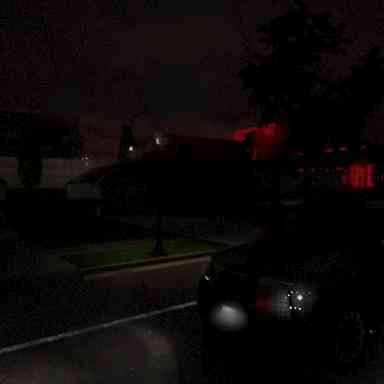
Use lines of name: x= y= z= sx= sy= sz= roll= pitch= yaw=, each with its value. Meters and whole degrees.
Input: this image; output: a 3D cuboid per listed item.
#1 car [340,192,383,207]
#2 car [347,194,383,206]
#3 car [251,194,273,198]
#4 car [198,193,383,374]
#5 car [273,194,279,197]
car: x=21.185 y=0.923 z=41.584 sx=2.097 sy=1.767 sz=4.553 roll=-1 pitch=0 yaw=-34
car: x=23.531 y=1.039 z=44.384 sx=1.837 sy=1.490 sz=4.892 roll=-1 pitch=0 yaw=-34
car: x=11.028 y=1.184 z=56.935 sx=1.895 sy=1.301 sz=4.718 roll=-1 pitch=0 yaw=-34
car: x=2.742 y=1.158 z=5.909 sx=5.566 sy=2.045 sz=2.150 roll=-2 pitch=1 yaw=-35
car: x=13.920 y=1.047 z=58.905 sx=1.882 sy=1.535 sz=5.008 roll=-1 pitch=0 yaw=-34
